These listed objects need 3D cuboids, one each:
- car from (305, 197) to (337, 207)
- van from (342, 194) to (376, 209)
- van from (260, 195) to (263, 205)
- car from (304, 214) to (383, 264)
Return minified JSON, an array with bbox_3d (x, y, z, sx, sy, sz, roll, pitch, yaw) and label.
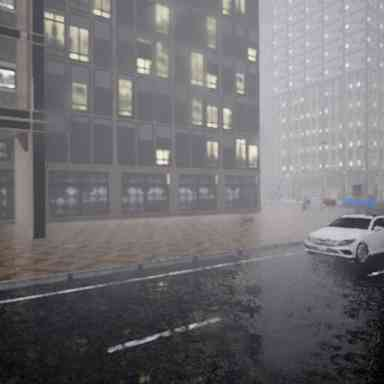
[{"bbox_3d":[18.218,1.379,47.210,1.887,1.381,4.507,0,0,-34],"label":"car"},{"bbox_3d":[21.398,1.201,42.674,1.690,1.788,3.998,0,0,-34],"label":"van"},{"bbox_3d":[8.156,1.217,47.081,1.690,1.788,3.998,0,0,-34],"label":"van"},{"bbox_3d":[6.055,1.528,11.988,4.674,1.442,1.812,0,0,-35],"label":"car"}]
